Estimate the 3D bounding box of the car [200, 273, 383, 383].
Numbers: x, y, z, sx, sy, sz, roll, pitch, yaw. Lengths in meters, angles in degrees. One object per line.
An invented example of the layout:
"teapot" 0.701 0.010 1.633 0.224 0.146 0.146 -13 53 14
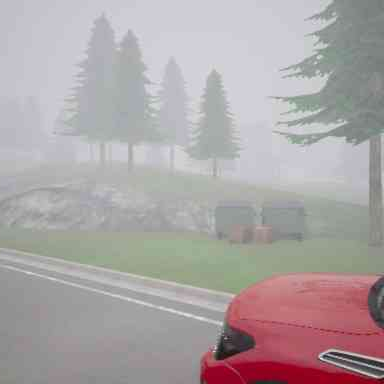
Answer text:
"car" 2.725 1.219 2.049 5.566 2.045 2.150 0 0 36
